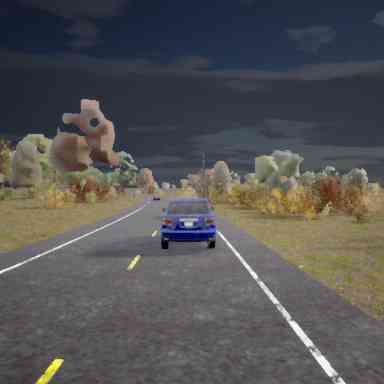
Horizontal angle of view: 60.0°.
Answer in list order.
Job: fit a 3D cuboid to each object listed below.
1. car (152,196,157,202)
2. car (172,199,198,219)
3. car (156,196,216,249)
[{"bbox_3d":[-8.035,1.521,75.514,1.895,1.301,4.718,0,0,-7],"label":"car"},{"bbox_3d":[-0.707,1.482,29.744,2.128,1.511,4.902,0,0,-3],"label":"car"},{"bbox_3d":[-0.177,1.254,14.742,2.150,2.045,5.566,0,0,-1],"label":"car"}]
